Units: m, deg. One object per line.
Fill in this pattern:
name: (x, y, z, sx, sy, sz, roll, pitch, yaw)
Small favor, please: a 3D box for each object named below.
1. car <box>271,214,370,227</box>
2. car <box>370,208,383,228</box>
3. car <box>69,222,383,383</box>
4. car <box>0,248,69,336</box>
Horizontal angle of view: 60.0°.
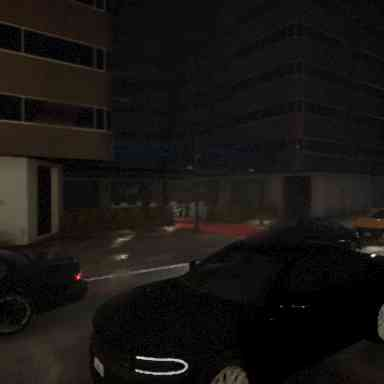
car: (3.593, 1.514, 10.782, 4.181, 1.385, 1.994, 0, 0, -34)
car: (8.986, 1.391, 14.576, 5.008, 1.535, 1.882, 0, 0, -35)
car: (1.113, 1.458, 4.757, 5.008, 1.535, 1.882, 0, 0, -35)
car: (-4.423, 1.552, 5.124, 5.357, 1.411, 2.033, 0, 0, -35)
